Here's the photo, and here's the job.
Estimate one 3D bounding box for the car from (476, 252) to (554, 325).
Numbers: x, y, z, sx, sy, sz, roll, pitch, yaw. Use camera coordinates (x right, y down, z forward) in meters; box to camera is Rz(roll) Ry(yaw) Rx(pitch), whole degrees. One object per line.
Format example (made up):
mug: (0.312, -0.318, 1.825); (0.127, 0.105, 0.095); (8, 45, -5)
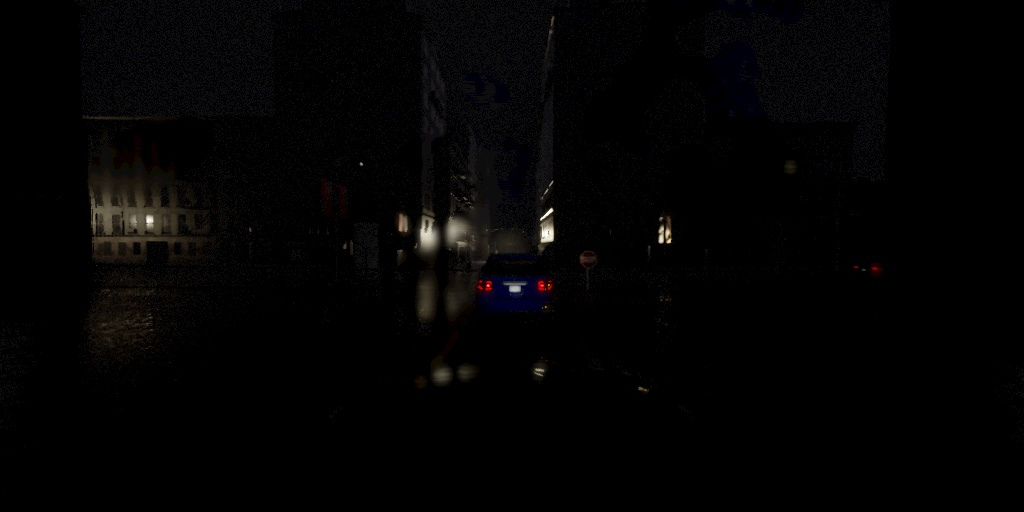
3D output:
car: (0.138, 0.927, 11.843); (2.150, 2.045, 5.566); (0, 0, 1)

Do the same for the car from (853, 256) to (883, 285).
car: (26.750, 1.013, 24.540); (5.566, 2.045, 2.150); (0, 2, 0)

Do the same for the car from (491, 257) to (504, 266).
car: (-2.475, 0.944, 62.323); (2.128, 1.511, 4.902); (0, 0, 1)
